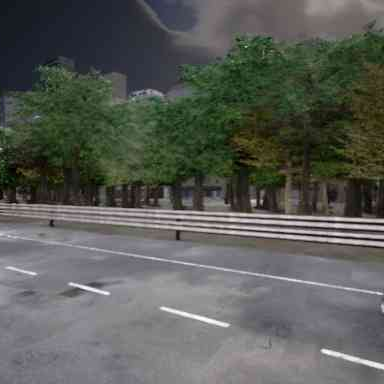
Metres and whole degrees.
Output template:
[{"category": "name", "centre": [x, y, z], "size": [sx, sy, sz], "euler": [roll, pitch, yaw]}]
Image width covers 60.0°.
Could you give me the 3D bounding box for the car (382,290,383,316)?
[{"category": "car", "centre": [5.306, 1.506, 4.381], "size": [4.892, 1.490, 1.837], "euler": [0, 0, 35]}]
